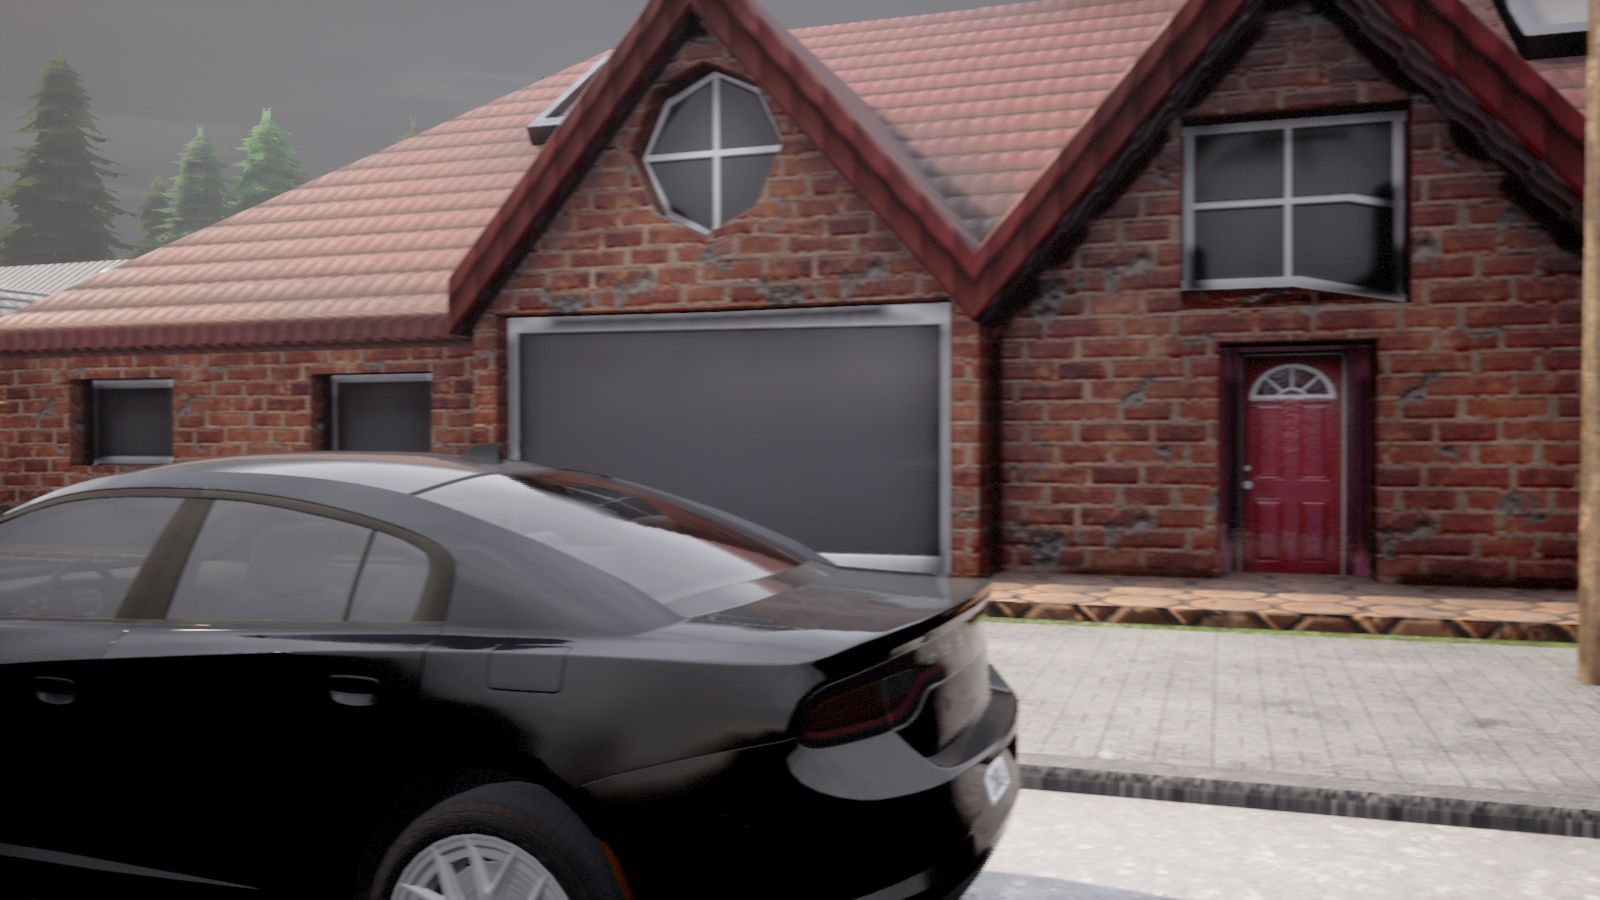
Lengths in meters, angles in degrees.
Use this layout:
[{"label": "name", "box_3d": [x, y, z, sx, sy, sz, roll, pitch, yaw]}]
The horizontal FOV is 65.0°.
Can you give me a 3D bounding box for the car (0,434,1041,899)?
[{"label": "car", "box_3d": [-1.838, 0.728, 4.324, 5.008, 1.535, 1.882, 1, 1, 19]}]
